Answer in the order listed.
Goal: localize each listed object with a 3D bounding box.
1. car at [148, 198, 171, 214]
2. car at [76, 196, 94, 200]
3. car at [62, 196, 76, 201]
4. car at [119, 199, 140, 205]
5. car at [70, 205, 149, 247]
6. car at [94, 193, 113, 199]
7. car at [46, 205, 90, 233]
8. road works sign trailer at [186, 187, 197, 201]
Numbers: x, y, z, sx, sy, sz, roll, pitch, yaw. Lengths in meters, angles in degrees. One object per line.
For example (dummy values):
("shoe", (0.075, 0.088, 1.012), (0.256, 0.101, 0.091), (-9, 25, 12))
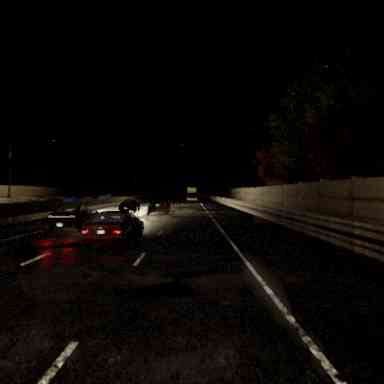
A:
("car", (-3.403, 1.366, 35.015), (2.097, 1.767, 4.553), (0, 0, 0))
("car", (-21.004, 1.586, 67.206), (2.033, 1.411, 5.357), (0, 0, 0))
("car", (-24.504, 1.524, 67.206), (1.882, 1.535, 5.008), (0, 0, 0))
("car", (-6.902, 1.541, 36.789), (1.812, 1.442, 4.674), (0, 0, 0))
("car", (-3.402, 1.549, 14.936), (2.033, 1.411, 5.357), (0, 0, 0))
("car", (-17.504, 1.272, 67.177), (2.150, 2.045, 5.566), (0, 0, 0))
("car", (-6.902, 1.496, 19.770), (2.128, 1.511, 4.902), (0, 0, 0))
("road works sign trailer", (-0.008, 0.547, 83.231), (2.380, 3.560, 2.880), (0, 0, 0))
